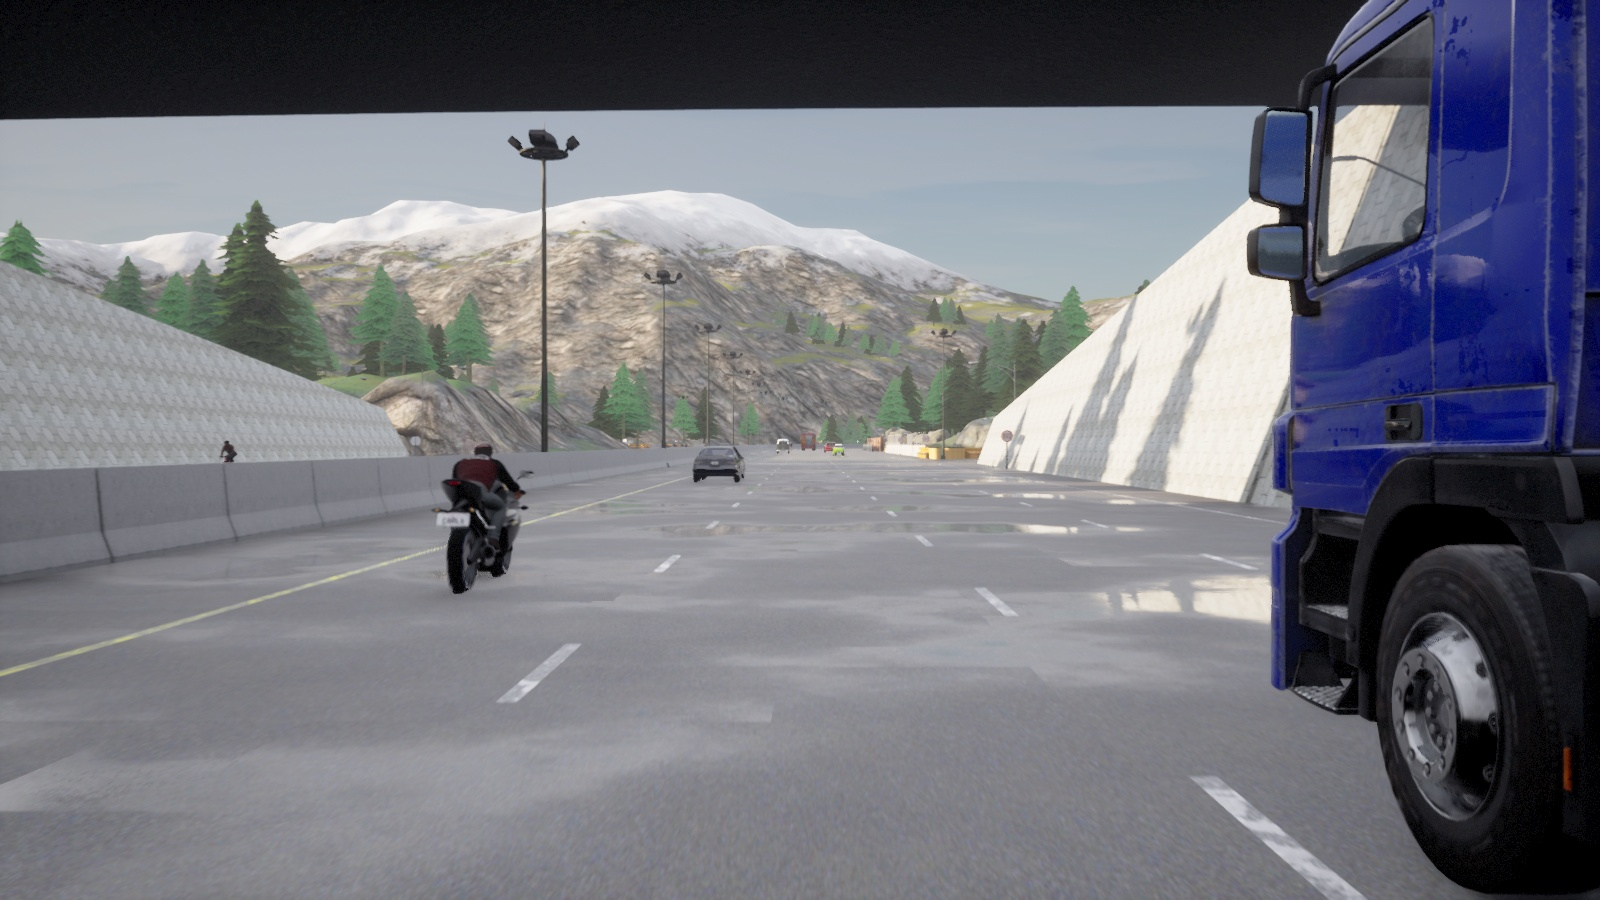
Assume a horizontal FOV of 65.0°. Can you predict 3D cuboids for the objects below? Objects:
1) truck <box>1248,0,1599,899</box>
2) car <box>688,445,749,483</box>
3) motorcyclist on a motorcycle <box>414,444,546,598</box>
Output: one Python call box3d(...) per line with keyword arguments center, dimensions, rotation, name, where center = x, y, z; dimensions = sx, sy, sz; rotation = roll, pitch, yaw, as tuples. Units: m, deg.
box3d(center=(3.527, -0.243, 1.910), dimensions=(2.891, 3.462, 7.936), rotation=(0, 0, 0), name="truck")
box3d(center=(-3.160, 0.512, 49.529), dimensions=(2.033, 1.411, 5.357), rotation=(0, 0, 0), name="car")
box3d(center=(-3.405, 0.702, 13.591), dimensions=(0.866, 1.530, 2.191), rotation=(0, 0, 0), name="motorcyclist on a motorcycle")
